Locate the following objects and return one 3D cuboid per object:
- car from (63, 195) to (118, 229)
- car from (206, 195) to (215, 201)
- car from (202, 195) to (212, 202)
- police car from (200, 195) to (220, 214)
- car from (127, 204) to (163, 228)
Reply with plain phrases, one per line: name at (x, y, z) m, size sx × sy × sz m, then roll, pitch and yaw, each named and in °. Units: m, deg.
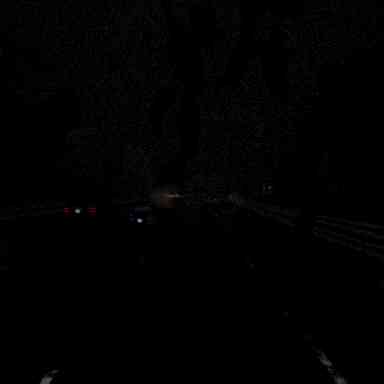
car at (-6.545, 1.213, 21.963) m, size 2.150 × 2.045 × 5.566 m, roll 0°, pitch 0°, yaw 2°
car at (4.749, 1.457, 84.991) m, size 1.994 × 1.385 × 4.181 m, roll 0°, pitch 0°, yaw 7°
car at (3.147, 1.367, 69.233) m, size 1.812 × 1.442 × 4.674 m, roll 0°, pitch 0°, yaw 6°
police car at (1.904, 1.424, 35.296) m, size 1.930 × 1.638 × 5.238 m, roll 0°, pitch 0°, yaw 3°
car at (-3.038, 1.519, 22.048) m, size 1.812 × 1.442 × 4.674 m, roll 0°, pitch 0°, yaw 2°
